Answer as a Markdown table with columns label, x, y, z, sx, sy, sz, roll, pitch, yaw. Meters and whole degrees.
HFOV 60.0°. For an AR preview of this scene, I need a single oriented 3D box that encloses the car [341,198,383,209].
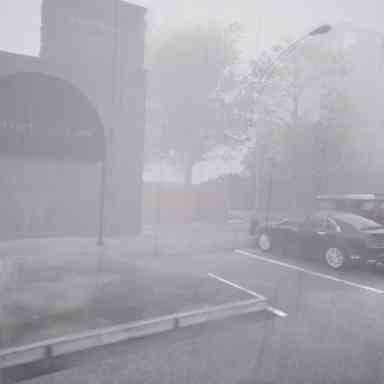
| label | x | y | z | sx | sy | sz | roll | pitch | yaw |
| --- | --- | --- | --- | --- | --- | --- | --- | --- | --- |
| car | 8.958 | 1.233 | 13.332 | 2.231 | 1.521 | 4.892 | -2 | 1 | -28 |

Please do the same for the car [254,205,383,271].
| label | x | y | z | sx | sy | sz | roll | pitch | yaw |
| --- | --- | --- | --- | --- | --- | --- | --- | --- | --- |
| car | 4.017 | 1.355 | 10.693 | 2.231 | 1.521 | 4.892 | -1 | 1 | -28 |
